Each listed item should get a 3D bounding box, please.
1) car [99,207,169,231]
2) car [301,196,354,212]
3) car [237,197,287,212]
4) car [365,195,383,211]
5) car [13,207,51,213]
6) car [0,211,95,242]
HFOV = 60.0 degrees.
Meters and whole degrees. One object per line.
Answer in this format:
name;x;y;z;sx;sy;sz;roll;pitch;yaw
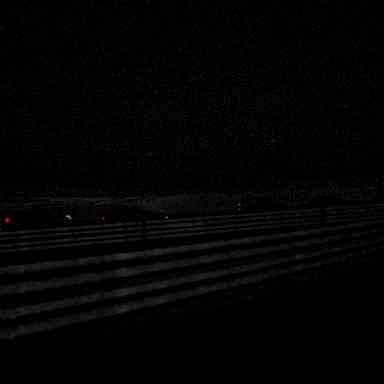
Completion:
car;-4.059;1.824;23.619;4.892;1.490;1.837;-3;1;-20
car;12.016;1.059;29.393;5.008;1.535;1.882;-3;1;-20
car;6.599;1.251;31.166;4.902;1.511;2.128;-3;1;-20
car;16.583;0.921;27.315;5.008;1.535;1.882;-3;1;-20
car;-11.209;1.939;24.768;4.553;1.767;2.097;-3;1;-20
car;-7.947;2.078;18.503;4.902;1.511;2.128;-3;1;-20
